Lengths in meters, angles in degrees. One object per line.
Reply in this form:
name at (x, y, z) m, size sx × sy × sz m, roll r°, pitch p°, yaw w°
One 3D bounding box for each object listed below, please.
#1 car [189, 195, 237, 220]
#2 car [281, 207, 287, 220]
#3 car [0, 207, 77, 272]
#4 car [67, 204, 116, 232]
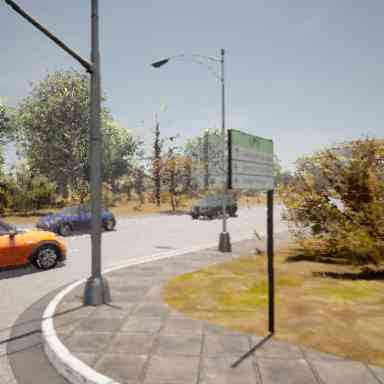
car at (2.060, 1.358, 30.712) m, size 2.150 × 2.045 × 5.566 m, roll -1°, pitch 1°, yaw 39°
car at (9.140, 1.592, 28.188) m, size 1.812 × 1.442 × 4.674 m, roll -1°, pitch 0°, yaw 39°
car at (-5.960, 1.456, 9.371) m, size 2.097 × 1.767 × 4.553 m, roll -1°, pitch 0°, yaw 39°
car at (-6.781, 1.525, 19.647) m, size 2.097 × 1.767 × 4.553 m, roll -1°, pitch 0°, yaw 38°
